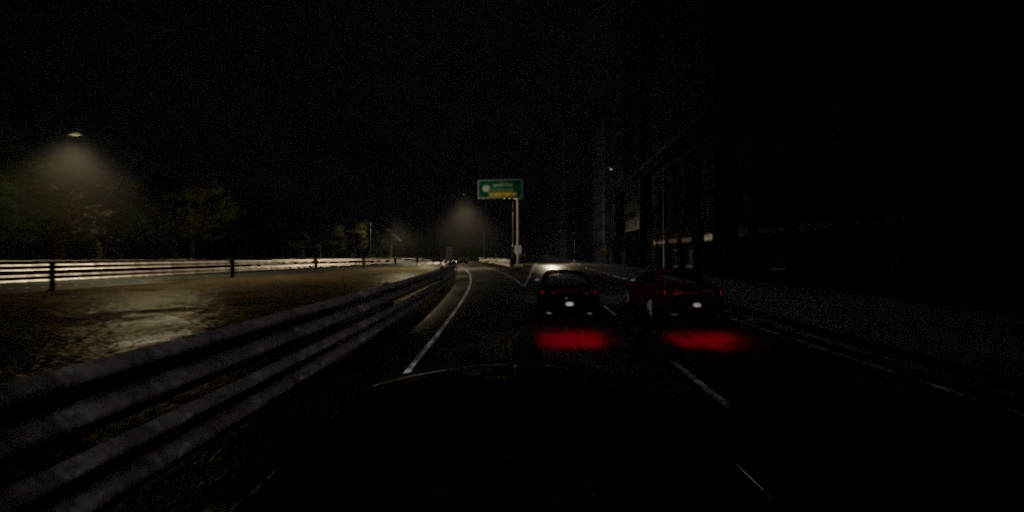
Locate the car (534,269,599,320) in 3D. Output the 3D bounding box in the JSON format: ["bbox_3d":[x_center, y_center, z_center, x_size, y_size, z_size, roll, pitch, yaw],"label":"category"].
[{"bbox_3d":[1.834,1.209,12.689,1.882,1.535,5.008,0,0,4],"label":"car"}]

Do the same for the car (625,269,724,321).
[{"bbox_3d":[5.320,1.197,12.394,1.882,1.535,5.008,0,0,4],"label":"car"}]
